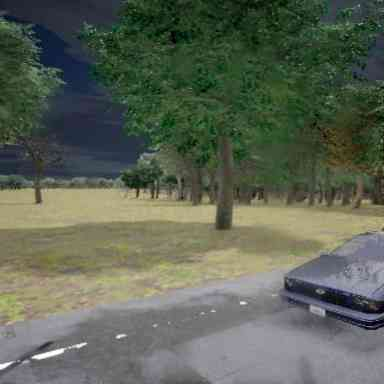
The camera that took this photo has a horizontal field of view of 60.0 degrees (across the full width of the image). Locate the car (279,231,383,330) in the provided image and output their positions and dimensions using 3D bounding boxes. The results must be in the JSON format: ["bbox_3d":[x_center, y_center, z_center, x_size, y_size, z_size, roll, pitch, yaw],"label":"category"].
[{"bbox_3d":[4.237,1.572,7.010,5.357,1.411,2.033,0,0,-35],"label":"car"}]
